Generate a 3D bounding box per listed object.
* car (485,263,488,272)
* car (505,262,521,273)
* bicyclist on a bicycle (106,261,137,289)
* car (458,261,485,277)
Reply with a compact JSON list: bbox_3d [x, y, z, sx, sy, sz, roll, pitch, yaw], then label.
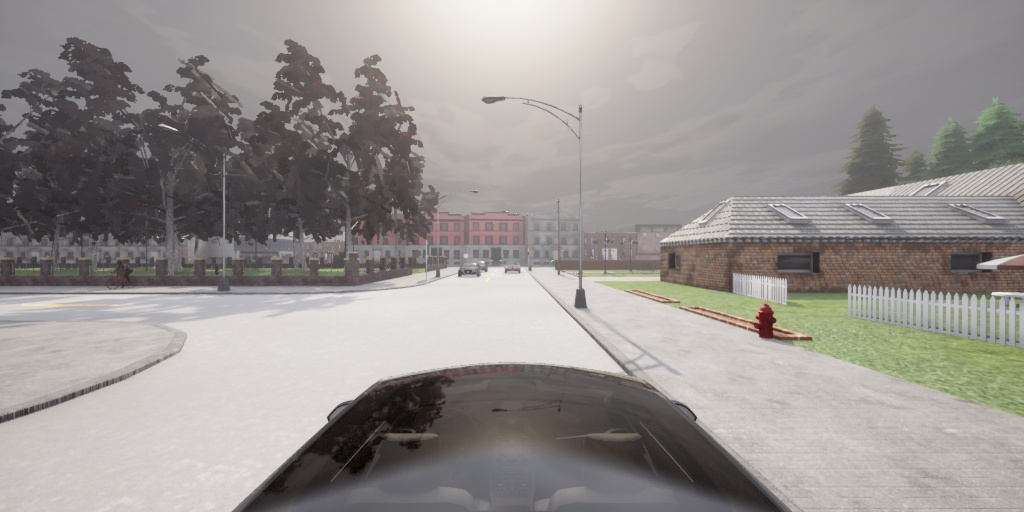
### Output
[{"bbox_3d":[-4.108,1.314,45.581,1.994,1.385,4.181,0,0,0],"label":"car"},{"bbox_3d":[0.069,1.351,43.573,1.895,1.301,4.718,0,0,0],"label":"car"},{"bbox_3d":[-22.656,1.099,20.842,0.582,1.620,1.656,0,0,0],"label":"bicyclist on a bicycle"},{"bbox_3d":[-4.124,1.314,35.596,1.994,1.385,4.181,0,0,0],"label":"car"}]
